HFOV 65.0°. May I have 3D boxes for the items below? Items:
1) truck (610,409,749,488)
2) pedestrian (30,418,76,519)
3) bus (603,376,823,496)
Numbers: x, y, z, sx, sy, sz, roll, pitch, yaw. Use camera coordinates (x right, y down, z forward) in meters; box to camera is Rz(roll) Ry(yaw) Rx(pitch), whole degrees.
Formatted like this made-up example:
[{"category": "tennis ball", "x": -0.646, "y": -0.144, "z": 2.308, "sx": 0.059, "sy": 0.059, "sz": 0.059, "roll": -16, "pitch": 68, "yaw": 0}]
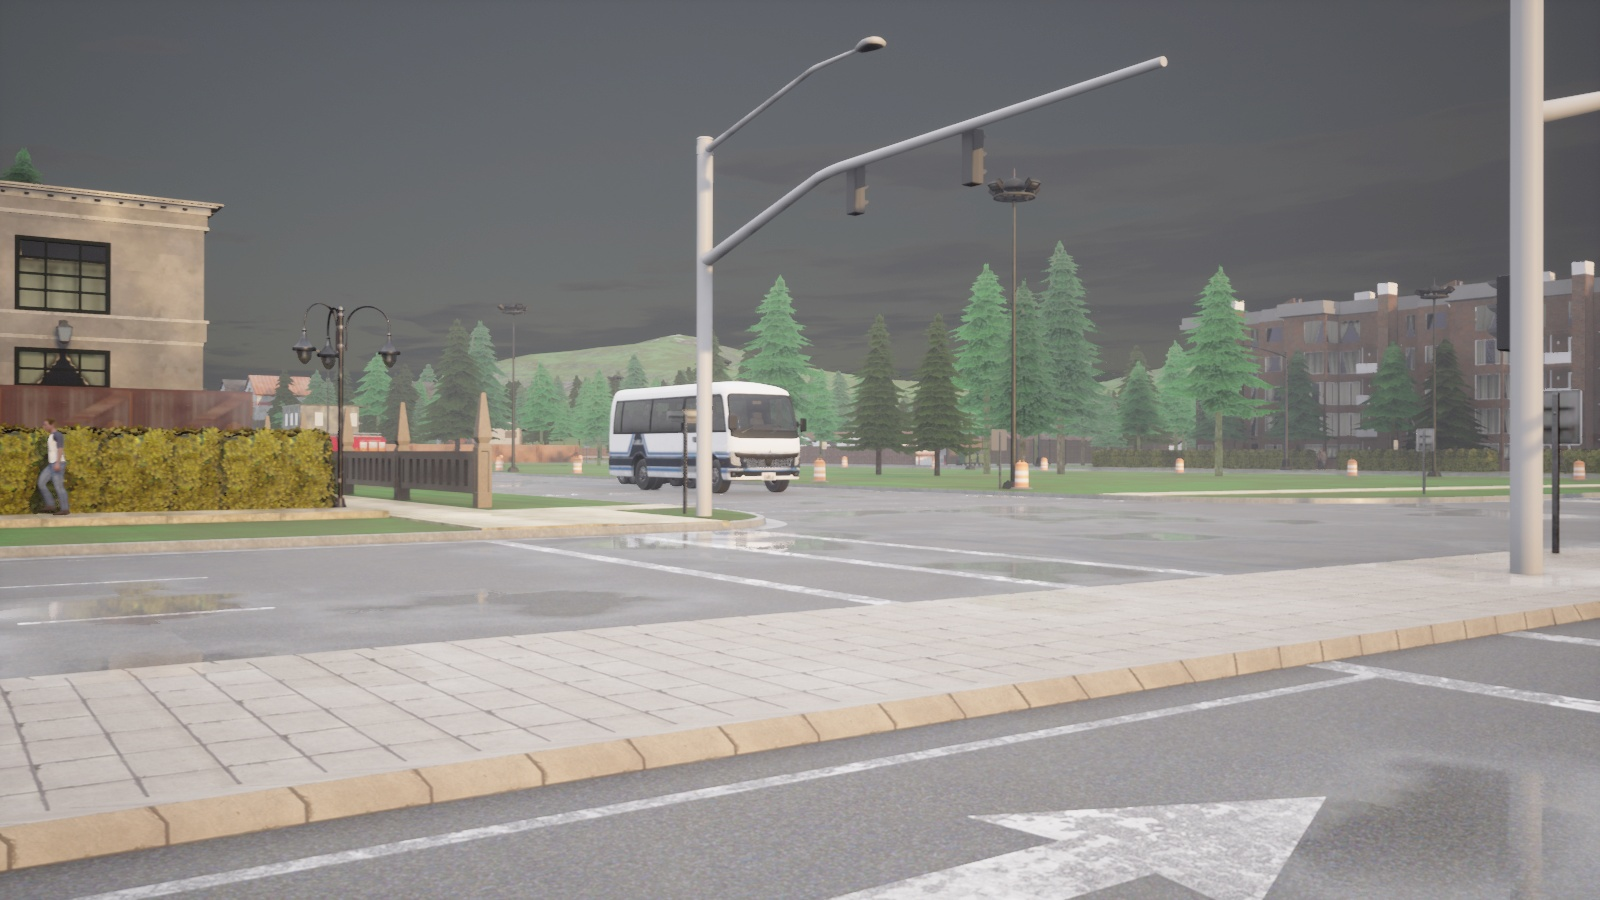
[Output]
[{"category": "truck", "x": -5.782, "y": -0.052, "z": 58.760, "sx": 2.891, "sy": 3.462, "sz": 7.936, "roll": 0, "pitch": 0, "yaw": -35}, {"category": "pedestrian", "x": -13.884, "y": 0.340, "z": 23.345, "sx": 0.706, "sy": 1.836, "sz": 0.354, "roll": 0, "pitch": 0, "yaw": -38}, {"category": "bus", "x": -3.714, "y": -0.477, "z": 49.816, "sx": 3.944, "sy": 4.253, "sz": 10.273, "roll": 0, "pitch": 0, "yaw": -35}]
